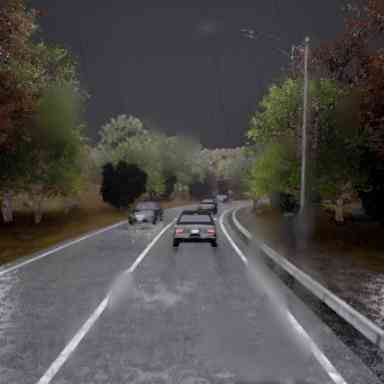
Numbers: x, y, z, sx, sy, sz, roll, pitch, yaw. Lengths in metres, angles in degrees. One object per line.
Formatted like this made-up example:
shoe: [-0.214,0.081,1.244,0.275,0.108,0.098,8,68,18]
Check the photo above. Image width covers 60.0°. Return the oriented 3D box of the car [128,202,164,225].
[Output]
car: [-3.146,1.456,23.550,2.128,1.511,4.902,0,0,4]

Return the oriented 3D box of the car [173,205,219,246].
car: [0.164,1.532,15.088,2.033,1.411,5.357,0,0,1]

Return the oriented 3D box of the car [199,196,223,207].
car: [1.826,1.482,35.207,2.128,1.511,4.902,1,0,9]

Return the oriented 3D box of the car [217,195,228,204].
car: [5.423,1.316,63.102,2.097,1.767,4.553,2,0,21]
